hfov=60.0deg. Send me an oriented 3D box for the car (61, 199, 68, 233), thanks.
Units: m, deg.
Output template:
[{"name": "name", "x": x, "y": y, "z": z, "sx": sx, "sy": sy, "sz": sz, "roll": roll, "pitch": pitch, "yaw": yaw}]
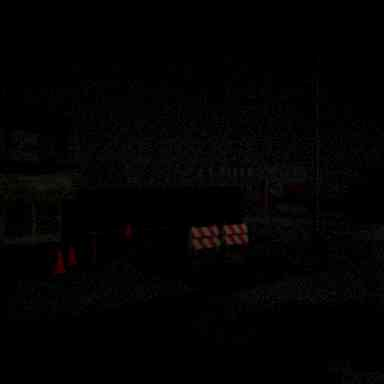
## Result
[{"name": "car", "x": -6.855, "y": 0.988, "z": 14.495, "sx": 1.905, "sy": 1.878, "sz": 3.866, "roll": 0, "pitch": 0, "yaw": -1}]
